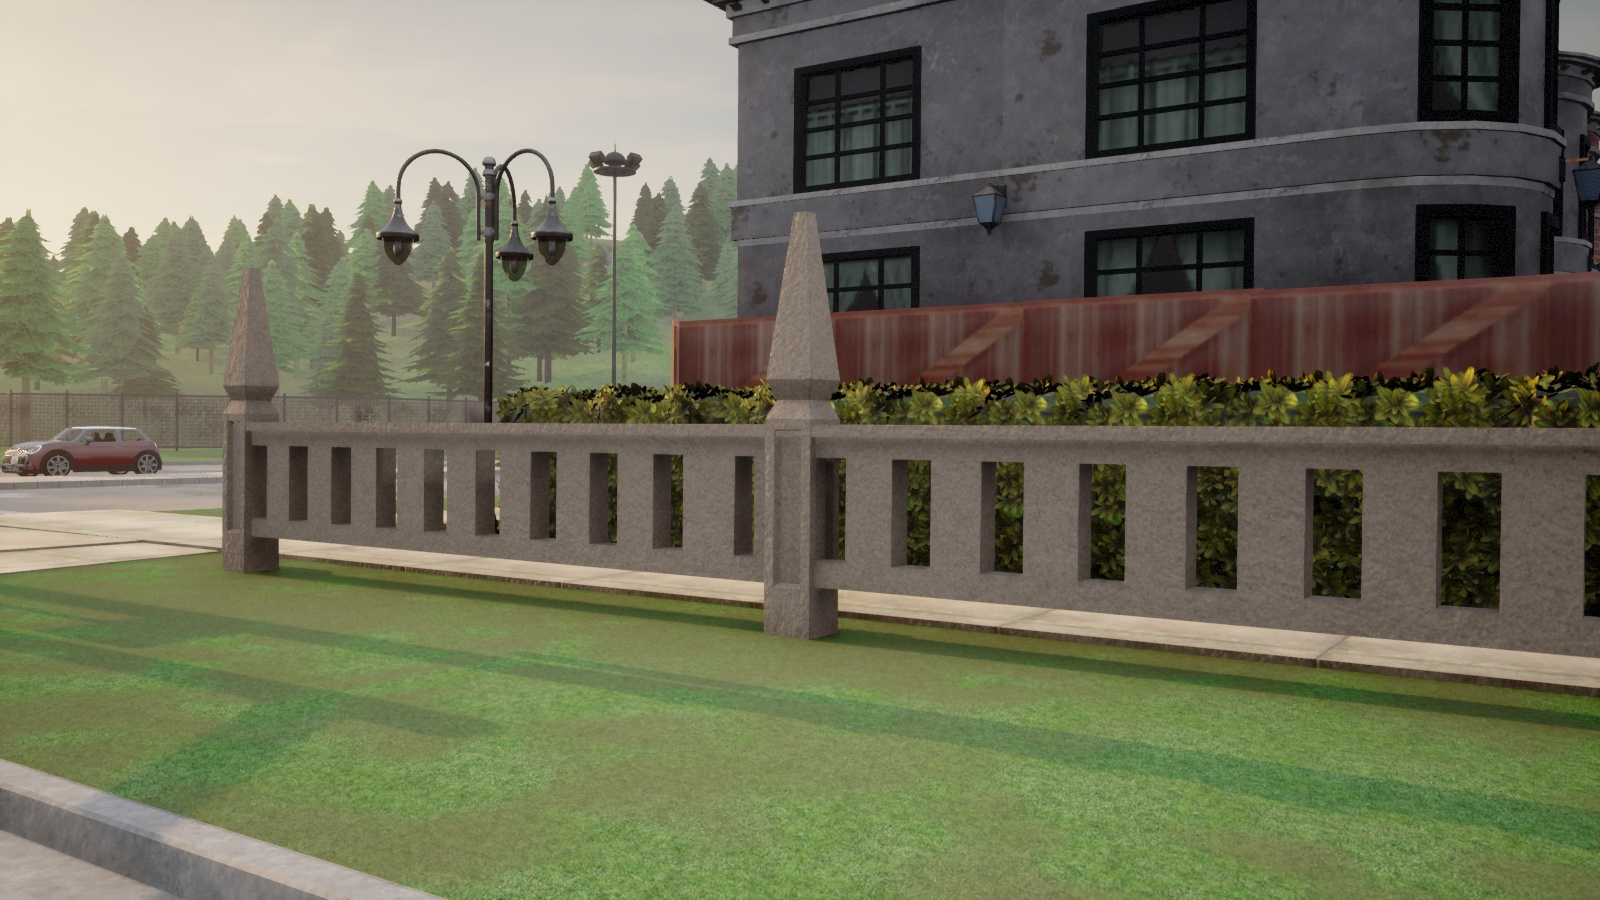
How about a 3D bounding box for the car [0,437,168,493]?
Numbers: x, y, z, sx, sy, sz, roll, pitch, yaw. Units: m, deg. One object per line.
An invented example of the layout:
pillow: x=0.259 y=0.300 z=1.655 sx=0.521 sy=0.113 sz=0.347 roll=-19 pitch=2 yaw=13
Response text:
car: x=-20.619 y=0.389 z=36.179 sx=1.970 sy=1.475 sz=3.806 roll=0 pitch=1 yaw=34
